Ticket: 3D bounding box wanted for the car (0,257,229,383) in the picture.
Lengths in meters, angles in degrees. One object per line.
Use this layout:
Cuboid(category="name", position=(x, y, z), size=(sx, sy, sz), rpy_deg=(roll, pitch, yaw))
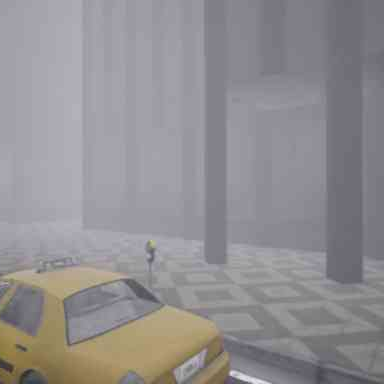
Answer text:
Cuboid(category="car", position=(-1.895, 1.529, 4.315), size=(4.829, 1.417, 1.752), rpy_deg=(0, 0, 35))
